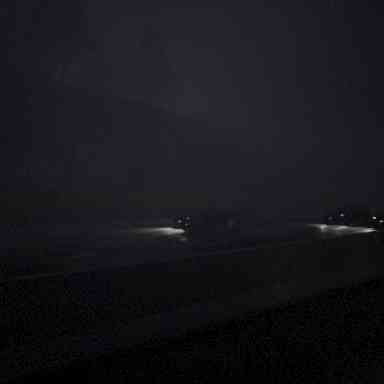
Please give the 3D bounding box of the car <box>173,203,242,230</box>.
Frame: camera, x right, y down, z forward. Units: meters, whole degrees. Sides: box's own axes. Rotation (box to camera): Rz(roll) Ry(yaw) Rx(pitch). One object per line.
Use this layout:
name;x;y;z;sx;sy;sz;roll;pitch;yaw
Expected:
car;0.859;1.635;21.805;4.181;1.385;1.994;0;0;-35

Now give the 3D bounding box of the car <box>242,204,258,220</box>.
car;3.638;1.667;28.086;4.181;1.385;1.994;0;0;-35

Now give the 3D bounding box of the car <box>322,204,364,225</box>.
car;11.905;1.657;25.387;4.674;1.442;1.812;1;0;-35

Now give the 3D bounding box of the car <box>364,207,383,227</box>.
car;14.046;1.640;22.617;4.892;1.490;1.837;1;-1;-35
